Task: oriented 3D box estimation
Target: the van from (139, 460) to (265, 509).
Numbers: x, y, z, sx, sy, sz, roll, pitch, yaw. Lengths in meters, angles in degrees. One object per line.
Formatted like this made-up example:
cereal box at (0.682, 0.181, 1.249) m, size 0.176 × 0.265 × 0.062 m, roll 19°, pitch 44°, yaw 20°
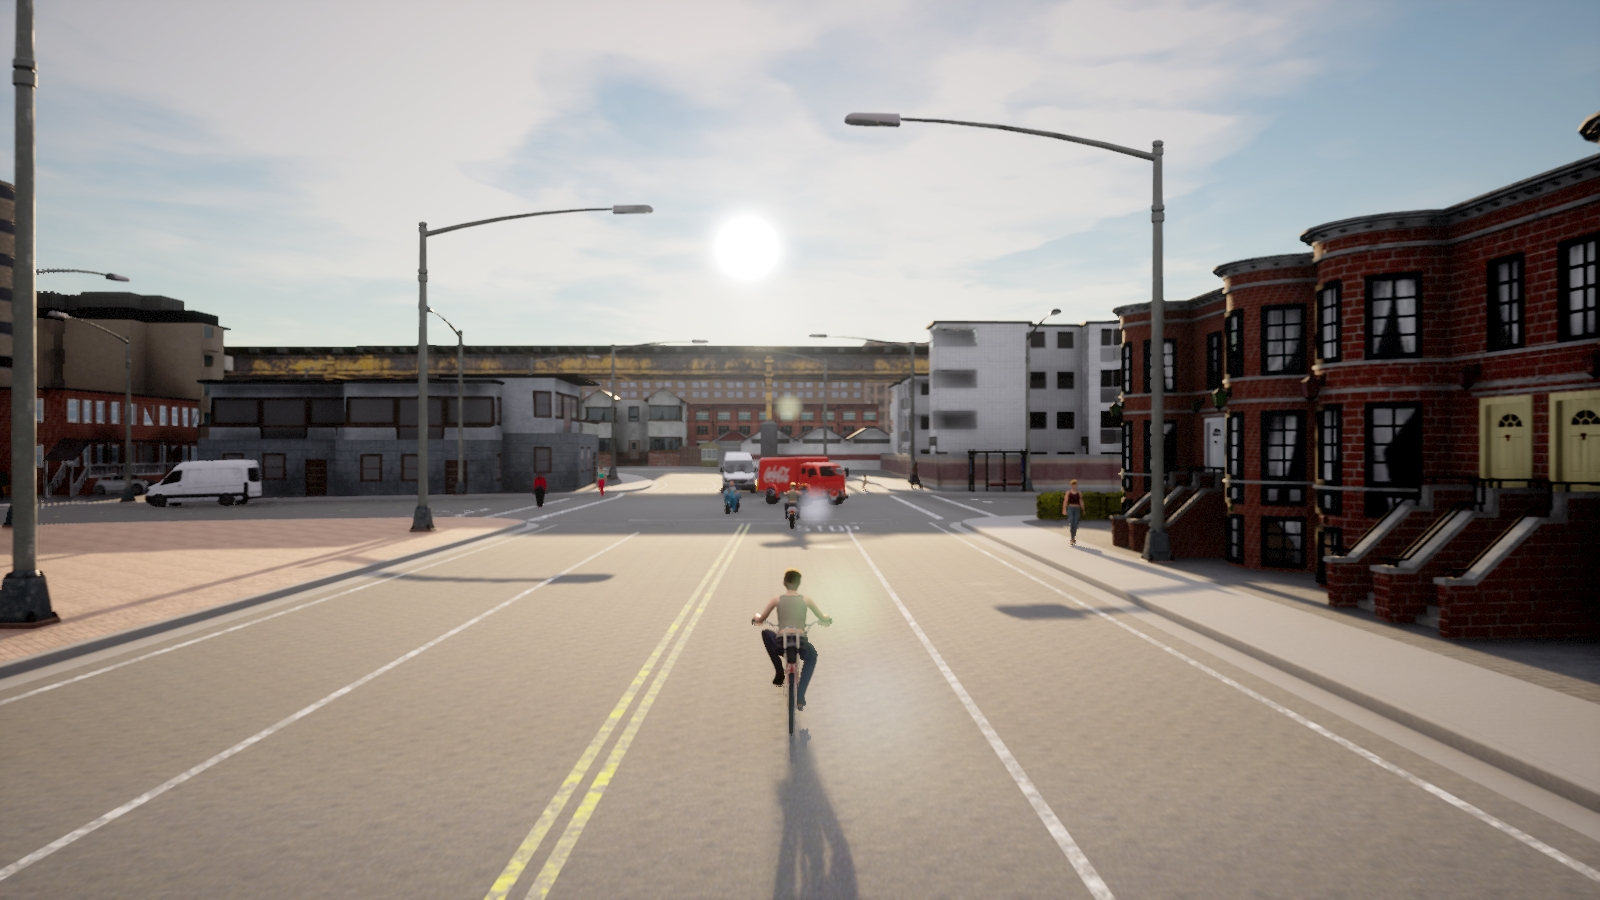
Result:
van at (-33.404, 1.887, 63.964) m, size 5.915 × 2.561 × 1.988 m, roll -1°, pitch 0°, yaw -2°

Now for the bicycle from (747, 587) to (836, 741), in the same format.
bicycle at (-0.081, 2.145, 11.733) m, size 0.859 × 1.301 × 1.487 m, roll 0°, pitch 0°, yaw 0°

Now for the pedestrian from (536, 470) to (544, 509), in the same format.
pedestrian at (-12.623, 1.900, 55.437) m, size 0.375 × 1.860 × 0.375 m, roll 0°, pitch 0°, yaw -8°

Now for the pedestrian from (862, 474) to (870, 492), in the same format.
pedestrian at (4.171, 2.096, 72.458) m, size 0.500 × 1.100 × 0.500 m, roll 0°, pitch 0°, yaw 3°

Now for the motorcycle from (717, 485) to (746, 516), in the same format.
motorcycle at (-2.980, 2.199, 49.917) m, size 0.803 × 1.224 × 2.033 m, roll 1°, pitch 0°, yaw 10°

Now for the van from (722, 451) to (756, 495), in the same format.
van at (-3.931, 1.409, 72.482) m, size 1.988 × 2.561 × 5.915 m, roll 0°, pitch 1°, yaw -5°

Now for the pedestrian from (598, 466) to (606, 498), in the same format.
pedestrian at (-11.668, 1.882, 67.402) m, size 0.375 × 1.860 × 0.375 m, roll 0°, pitch 0°, yaw 13°

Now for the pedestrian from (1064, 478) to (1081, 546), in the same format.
pedestrian at (7.469, 1.698, 31.364) m, size 0.375 × 1.860 × 0.375 m, roll 0°, pitch 0°, yaw -1°

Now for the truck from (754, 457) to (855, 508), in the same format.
truck at (0.189, 1.595, 58.626) m, size 2.627 × 2.467 × 5.204 m, roll -1°, pitch 0°, yaw -35°

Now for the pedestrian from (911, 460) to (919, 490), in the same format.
pedestrian at (7.325, 1.578, 72.666) m, size 0.375 × 1.860 × 0.375 m, roll 0°, pitch 0°, yaw -39°
